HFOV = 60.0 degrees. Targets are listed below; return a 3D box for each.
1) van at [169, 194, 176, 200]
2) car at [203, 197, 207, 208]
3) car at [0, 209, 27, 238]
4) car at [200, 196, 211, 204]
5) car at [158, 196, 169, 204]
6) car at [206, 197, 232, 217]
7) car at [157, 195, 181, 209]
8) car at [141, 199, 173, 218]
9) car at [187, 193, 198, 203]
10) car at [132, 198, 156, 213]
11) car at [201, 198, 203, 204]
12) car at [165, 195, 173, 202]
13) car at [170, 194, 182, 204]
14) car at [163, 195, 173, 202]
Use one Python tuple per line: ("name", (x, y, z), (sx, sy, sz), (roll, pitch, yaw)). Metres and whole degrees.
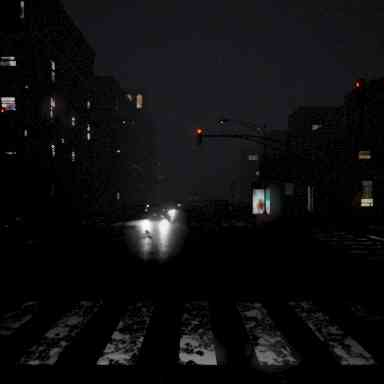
("van", (-5.629, 1.431, 94.481), (1.690, 1.788, 3.998), (-1, 0, 0))
("car", (2.716, 1.597, 43.218), (1.802, 1.307, 4.206), (0, 0, 0))
("car", (-10.755, 1.446, 15.990), (5.008, 1.535, 1.882), (0, 2, -13))
("car", (2.733, 1.592, 66.005), (2.008, 1.369, 4.403), (-1, 0, 0))
("car", (-5.648, 1.566, 65.828), (1.752, 1.417, 4.829), (0, 0, 0))
("car", (2.707, 1.446, 31.824), (1.967, 1.590, 4.097), (0, 0, 0))
("car", (-3.062, 1.509, 44.960), (2.128, 1.511, 4.902), (0, 0, 0))
("car", (-3.077, 1.606, 29.838), (1.895, 1.301, 4.718), (0, 0, 0))
("car", (0.137, 1.269, 70.537), (2.150, 2.045, 5.566), (0, 0, 0))
("car", (-5.669, 1.561, 37.515), (2.008, 1.369, 4.403), (0, 0, 0))
("car", (2.720, 1.572, 48.915), (2.008, 1.369, 4.403), (0, 0, 0))
("car", (-5.636, 1.593, 82.917), (1.752, 1.417, 4.829), (-1, 0, 0))
("car", (-2.954, 1.586, 64.733), (2.033, 1.411, 5.357), (0, 0, 0))
("car", (-5.641, 1.498, 77.391), (1.967, 1.590, 4.097), (0, 0, 0))
